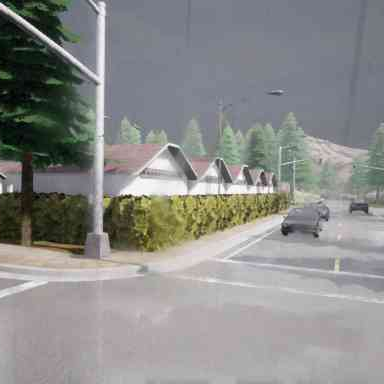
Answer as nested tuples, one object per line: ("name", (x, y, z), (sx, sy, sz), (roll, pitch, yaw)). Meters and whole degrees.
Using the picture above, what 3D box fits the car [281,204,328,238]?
("car", (6.376, 1.620, 18.925), (2.033, 1.411, 5.357), (1, 0, 24))

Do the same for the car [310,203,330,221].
("car", (10.485, 1.644, 27.951), (1.994, 1.385, 4.181), (1, 0, 25))

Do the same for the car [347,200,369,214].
("car", (19.148, 1.658, 38.308), (1.837, 1.490, 4.892), (1, 0, 23))
